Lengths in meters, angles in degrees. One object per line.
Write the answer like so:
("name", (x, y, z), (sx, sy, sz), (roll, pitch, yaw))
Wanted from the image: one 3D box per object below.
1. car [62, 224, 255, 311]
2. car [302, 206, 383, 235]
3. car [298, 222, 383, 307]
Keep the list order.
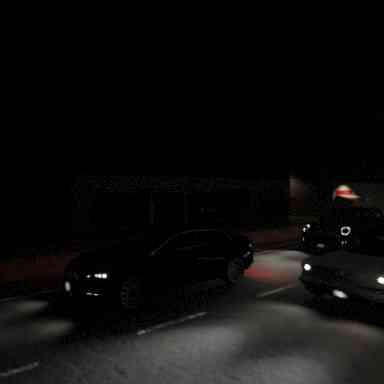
("car", (-0.546, 1.582, 8.109), (4.902, 1.511, 2.128), (0, -1, -39))
("car", (6.534, 1.413, 13.849), (4.553, 1.767, 2.097), (0, -1, -39))
("car", (4.514, 1.627, 7.710), (4.718, 1.301, 1.895), (0, -1, -39))
